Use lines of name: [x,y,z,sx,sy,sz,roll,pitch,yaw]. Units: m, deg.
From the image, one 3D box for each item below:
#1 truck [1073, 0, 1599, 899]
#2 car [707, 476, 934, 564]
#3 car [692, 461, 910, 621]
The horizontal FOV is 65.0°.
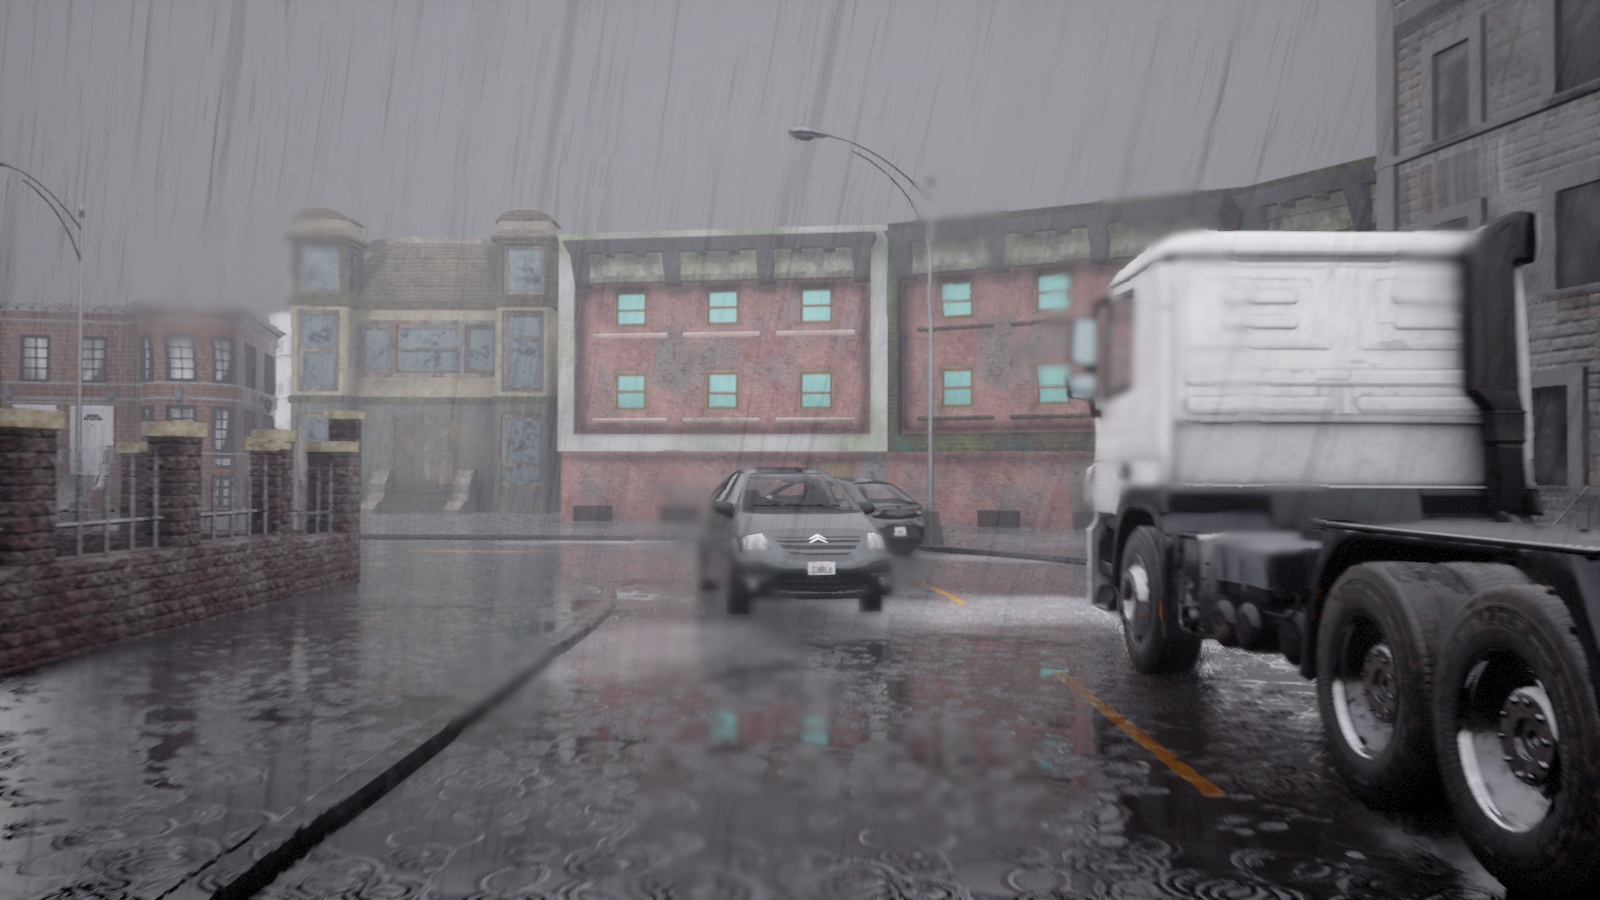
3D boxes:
truck: [3.976,-0.057,7.547,2.891,3.462,7.936,0,-1,0]
car: [0.293,1.217,23.205,1.816,1.474,4.193,1,-1,-42]
car: [-0.144,0.963,14.886,1.851,1.617,3.988,0,-1,-11]
